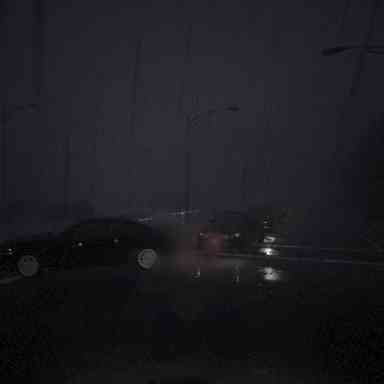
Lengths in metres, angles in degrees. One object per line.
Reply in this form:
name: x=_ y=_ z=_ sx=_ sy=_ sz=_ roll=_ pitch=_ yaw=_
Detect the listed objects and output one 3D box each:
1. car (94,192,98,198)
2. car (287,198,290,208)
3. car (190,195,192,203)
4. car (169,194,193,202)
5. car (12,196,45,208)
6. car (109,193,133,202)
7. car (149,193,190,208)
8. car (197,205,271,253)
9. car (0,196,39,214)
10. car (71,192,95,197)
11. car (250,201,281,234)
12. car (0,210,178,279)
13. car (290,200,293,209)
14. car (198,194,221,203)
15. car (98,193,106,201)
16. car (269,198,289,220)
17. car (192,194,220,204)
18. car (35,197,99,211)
car: x=-21.937 y=1.297 z=67.978 sx=3.806 sy=1.475 sz=1.970 roll=0 pitch=0 yaw=18
car: x=7.709 y=1.486 z=30.541 sx=1.837 sy=1.490 sz=4.892 roll=0 pitch=0 yaw=19
car: x=-2.484 y=1.052 z=44.674 sx=3.866 sy=1.878 sz=1.905 roll=0 pitch=0 yaw=18
car: x=-2.187 y=1.256 z=68.705 sx=4.514 sy=1.523 sz=2.007 roll=0 pitch=0 yaw=18
car: x=-21.752 y=1.273 z=44.273 sx=3.633 sy=1.501 sz=1.845 roll=0 pitch=0 yaw=18
car: x=-13.887 y=1.045 z=65.314 sx=4.605 sy=1.855 sz=1.932 roll=0 pitch=0 yaw=18
car: x=-3.018 y=1.073 z=41.788 sx=4.605 sy=1.855 sz=1.932 roll=0 pitch=0 yaw=18
car: x=1.794 y=1.514 z=13.916 sx=1.812 sy=1.442 sz=4.674 roll=0 pitch=0 yaw=24
car: x=-15.152 y=1.355 z=29.404 sx=3.806 sy=1.475 sz=1.970 roll=0 pitch=0 yaw=18
car: x=-18.529 y=1.248 z=53.732 sx=4.514 sy=1.523 sz=2.007 roll=0 pitch=0 yaw=18
car: x=3.934 y=1.489 z=19.327 sx=1.837 sy=1.490 sz=4.892 roll=0 pitch=0 yaw=19
car: x=-2.920 y=1.475 z=9.917 sx=5.008 sy=1.535 sz=1.882 roll=0 pitch=0 yaw=-19
car: x=12.661 y=1.538 z=45.278 sx=1.994 sy=1.385 sz=4.181 roll=0 pitch=0 yaw=19
car: x=3.328 y=1.201 z=62.988 sx=3.806 sy=1.475 sz=1.970 roll=0 pitch=0 yaw=18
car: x=-20.299 y=1.013 z=70.935 sx=3.866 sy=1.878 sz=1.905 roll=0 pitch=0 yaw=18
car: x=5.838 y=1.474 z=24.975 sx=2.128 sy=1.511 sz=4.902 roll=0 pitch=0 yaw=19
car: x=1.591 y=1.124 z=56.802 sx=5.027 sy=1.636 sz=2.152 roll=0 pitch=0 yaw=18
car: x=-9.067 y=1.355 z=24.216 sx=3.633 sy=1.501 sz=1.845 roll=0 pitch=0 yaw=18
